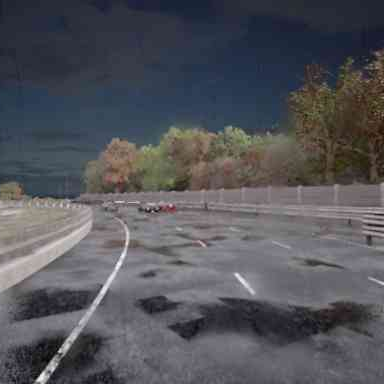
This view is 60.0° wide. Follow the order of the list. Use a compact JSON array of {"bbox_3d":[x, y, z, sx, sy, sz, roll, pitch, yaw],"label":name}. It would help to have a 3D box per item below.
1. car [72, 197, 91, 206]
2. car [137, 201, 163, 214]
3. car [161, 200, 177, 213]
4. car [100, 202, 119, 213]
[{"bbox_3d":[-23.866,2.043,71.723,2.150,2.045,5.566,0,-1,-44],"label":"car"},{"bbox_3d":[-5.752,2.169,43.186,1.895,1.301,4.718,0,-1,-24],"label":"car"},{"bbox_3d":[-3.770,1.962,47.211,2.097,1.767,4.553,0,-1,-24],"label":"car"},{"bbox_3d":[-12.008,2.149,48.185,2.128,1.511,4.902,0,-1,-27],"label":"car"}]
